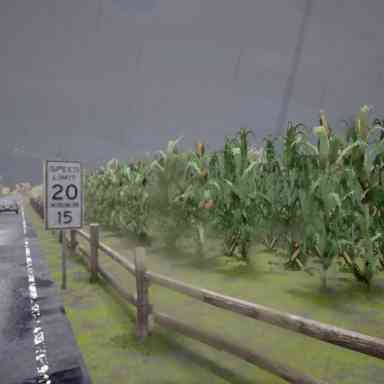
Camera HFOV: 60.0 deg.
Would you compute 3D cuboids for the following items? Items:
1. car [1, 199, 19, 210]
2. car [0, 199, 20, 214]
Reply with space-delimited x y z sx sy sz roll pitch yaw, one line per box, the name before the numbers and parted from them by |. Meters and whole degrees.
car | -23.648 1.587 43.349 1.895 1.301 4.718 0 0 -27
car | -19.051 1.535 34.573 2.033 1.411 5.357 0 0 -27
